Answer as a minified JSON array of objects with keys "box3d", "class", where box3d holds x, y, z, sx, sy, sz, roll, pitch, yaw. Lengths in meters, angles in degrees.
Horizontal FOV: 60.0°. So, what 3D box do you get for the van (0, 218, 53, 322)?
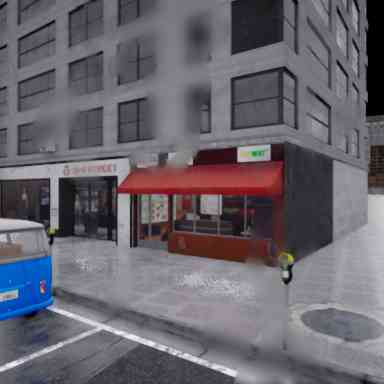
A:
[{"box3d":[-4.280,1.338,6.130,3.998,1.788,1.690,0,0,35],"class":"van"}]
